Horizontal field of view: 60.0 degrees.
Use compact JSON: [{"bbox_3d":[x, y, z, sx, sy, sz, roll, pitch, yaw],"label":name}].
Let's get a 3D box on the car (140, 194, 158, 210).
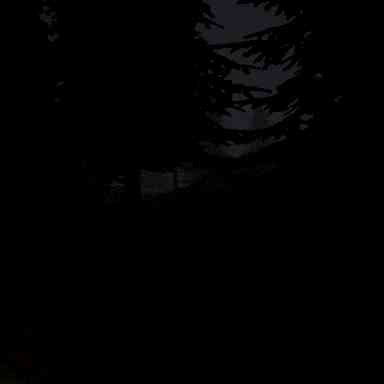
[{"bbox_3d":[-6.466,1.206,39.262,2.150,2.045,5.566,0,0,37],"label":"car"}]
